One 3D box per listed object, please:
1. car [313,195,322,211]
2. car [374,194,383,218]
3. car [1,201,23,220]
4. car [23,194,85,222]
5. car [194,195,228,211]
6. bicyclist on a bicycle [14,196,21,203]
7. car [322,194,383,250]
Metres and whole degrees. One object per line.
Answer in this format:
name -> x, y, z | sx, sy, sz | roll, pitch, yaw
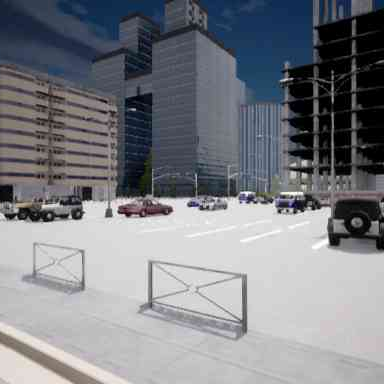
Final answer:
car -> 18.006, 1.334, 44.627 | 1.784, 1.438, 3.905 | 0, 0, 34
car -> 16.429, 1.121, 27.578 | 1.932, 1.855, 4.605 | 0, 0, 34
car -> -12.010, 1.122, 25.664 | 1.932, 1.855, 4.605 | 0, 0, 34
car -> -9.642, 1.124, 23.999 | 1.905, 1.878, 3.866 | 0, 0, 34
car -> 2.376, 1.365, 36.960 | 1.970, 1.475, 3.806 | 0, 0, 34
bicyclist on a bicycle -> -18.244, 1.277, 34.621 | 1.656, 1.620, 0.582 | 0, 0, 34
car -> 6.641, 1.122, 13.047 | 1.905, 1.878, 3.866 | 0, 0, 34
